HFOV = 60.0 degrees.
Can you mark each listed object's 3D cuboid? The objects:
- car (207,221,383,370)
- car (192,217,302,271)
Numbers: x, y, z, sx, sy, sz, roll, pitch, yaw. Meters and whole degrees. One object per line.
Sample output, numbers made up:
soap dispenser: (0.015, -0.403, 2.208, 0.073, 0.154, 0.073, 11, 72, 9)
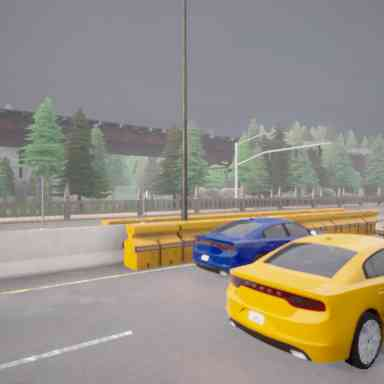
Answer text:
car: (2.853, 1.478, 5.787, 5.008, 1.535, 1.882, 0, 0, -36)
car: (2.334, 1.478, 9.719, 5.008, 1.535, 1.882, 0, 0, -36)
